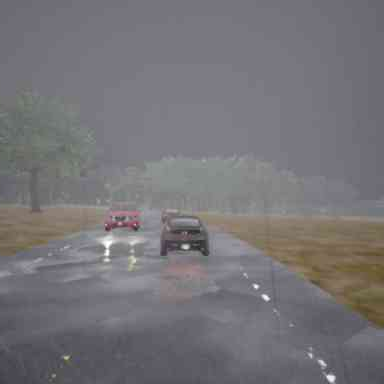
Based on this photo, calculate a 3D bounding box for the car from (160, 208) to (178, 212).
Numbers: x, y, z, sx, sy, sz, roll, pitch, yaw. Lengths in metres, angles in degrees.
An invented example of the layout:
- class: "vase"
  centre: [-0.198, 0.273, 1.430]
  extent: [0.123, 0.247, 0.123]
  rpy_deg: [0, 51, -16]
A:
- class: "car"
  centre: [-2.028, 2.246, 32.110]
  extent: [1.812, 1.442, 4.674]
  rpy_deg: [0, -1, -7]

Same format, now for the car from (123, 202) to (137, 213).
- class: "car"
  centre: [-12.029, 2.933, 64.251]
  extent: [2.150, 2.045, 5.566]
  rpy_deg: [0, -2, -15]

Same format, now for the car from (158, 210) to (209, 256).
- class: "car"
  centre: [-0.364, 1.746, 14.336]
  extent: [1.837, 1.490, 4.892]
  rpy_deg: [0, -1, -3]

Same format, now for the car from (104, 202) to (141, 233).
- class: "car"
  centre: [-4.821, 1.720, 23.861]
  extent: [2.150, 2.045, 5.566]
  rpy_deg: [0, -2, -6]
